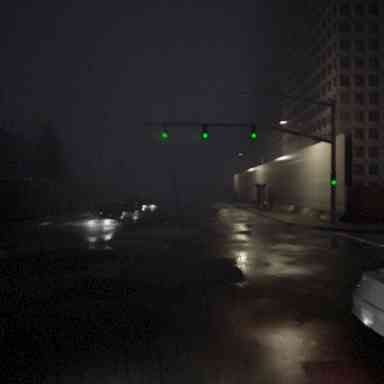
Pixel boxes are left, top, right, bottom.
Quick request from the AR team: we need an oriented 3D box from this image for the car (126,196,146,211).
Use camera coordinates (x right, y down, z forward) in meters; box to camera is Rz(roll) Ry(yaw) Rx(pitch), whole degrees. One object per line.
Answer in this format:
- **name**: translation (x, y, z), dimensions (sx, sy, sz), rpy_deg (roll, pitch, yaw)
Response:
- **car**: translation (-7.095, 1.225, 39.355), dimensions (2.097, 1.767, 4.553), rpy_deg (0, 0, 0)

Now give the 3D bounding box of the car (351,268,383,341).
- **car**: translation (4.703, 1.524, 4.576), dimensions (4.674, 1.442, 1.812), rpy_deg (0, 0, 0)

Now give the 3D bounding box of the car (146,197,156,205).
- **car**: translation (-7.068, 1.431, 54.930), dimensions (1.895, 1.301, 4.718), rpy_deg (0, 0, 0)

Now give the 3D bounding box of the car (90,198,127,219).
- **car**: translation (-7.100, 1.468, 27.965), dimensions (1.994, 1.385, 4.181), rpy_deg (0, 0, 0)
